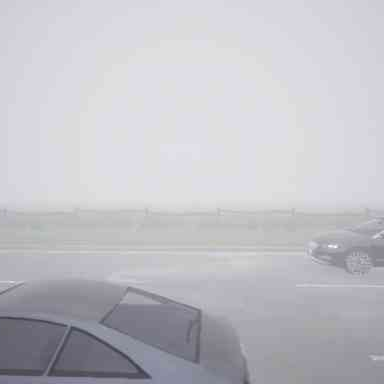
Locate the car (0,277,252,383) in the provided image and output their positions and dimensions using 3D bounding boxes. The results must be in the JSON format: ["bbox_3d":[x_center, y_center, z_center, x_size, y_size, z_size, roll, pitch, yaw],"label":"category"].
[{"bbox_3d":[-1.545,1.563,3.025,4.181,1.385,1.994,0,0,3],"label":"car"}]

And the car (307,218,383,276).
[{"bbox_3d":[5.954,1.492,9.700,4.902,1.511,2.128,0,0,3],"label":"car"}]
